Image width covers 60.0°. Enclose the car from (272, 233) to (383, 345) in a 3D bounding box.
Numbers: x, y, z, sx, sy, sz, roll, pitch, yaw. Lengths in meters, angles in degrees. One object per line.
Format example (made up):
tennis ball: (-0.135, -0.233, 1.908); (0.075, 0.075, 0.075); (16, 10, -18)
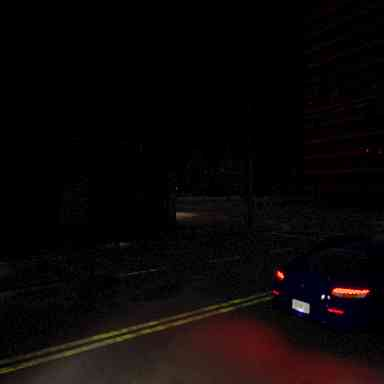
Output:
car: (3.489, 1.524, 6.257); (4.674, 1.442, 1.812); (0, 0, -35)
